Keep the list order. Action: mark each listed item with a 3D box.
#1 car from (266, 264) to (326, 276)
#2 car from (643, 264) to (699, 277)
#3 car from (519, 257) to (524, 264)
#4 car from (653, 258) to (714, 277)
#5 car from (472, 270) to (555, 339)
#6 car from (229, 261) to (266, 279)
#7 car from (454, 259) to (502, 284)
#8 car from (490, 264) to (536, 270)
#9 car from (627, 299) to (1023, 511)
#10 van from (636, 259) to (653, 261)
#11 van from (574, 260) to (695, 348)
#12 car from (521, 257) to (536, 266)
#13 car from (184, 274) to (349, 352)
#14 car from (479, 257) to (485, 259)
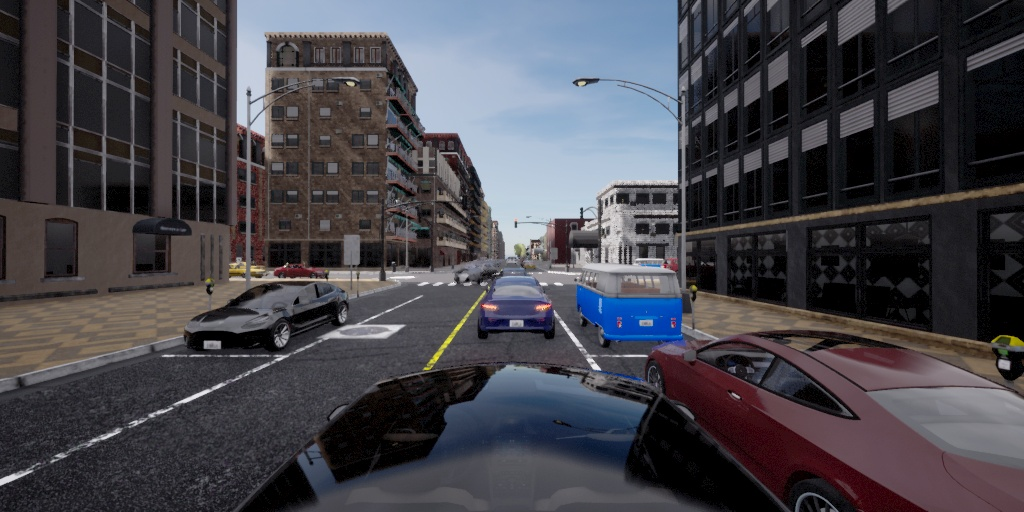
[{"bbox_3d":[-17.465,1.284,29.768,4.207,1.307,1.802,0,0,0],"label":"car"},{"bbox_3d":[15.690,1.425,35.638,4.718,1.301,1.895,0,0,0],"label":"car"},{"bbox_3d":[2.695,1.382,64.823,1.802,1.307,4.207,0,0,0],"label":"car"},{"bbox_3d":[14.921,1.107,29.843,5.009,1.841,2.192,0,0,0],"label":"car"},{"bbox_3d":[0.101,1.277,9.959,1.812,1.442,4.674,0,0,0],"label":"car"},{"bbox_3d":[-22.958,1.216,29.755,4.829,1.417,1.751,0,0,0],"label":"car"},{"bbox_3d":[-2.610,1.234,26.190,2.128,1.511,4.902,0,0,16],"label":"car"},{"bbox_3d":[0.093,1.318,18.411,1.994,1.385,4.181,0,0,0],"label":"car"},{"bbox_3d":[2.657,1.332,3.270,1.802,1.307,4.207,0,0,0],"label":"car"},{"bbox_3d":[14.900,1.175,38.223,3.998,1.789,1.690,0,0,0],"label":"van"},{"bbox_3d":[2.657,1.092,8.959,1.690,1.789,3.998,0,0,0],"label":"van"},{"bbox_3d":[2.694,1.311,53.915,1.751,1.417,4.829,0,0,0],"label":"car"},{"bbox_3d":[-5.690,1.317,8.986,1.948,1.339,4.313,0,0,0],"label":"car"},{"bbox_3d":[-5.687,1.318,59.114,1.751,1.417,4.829,0,0,0],"label":"car"}]
